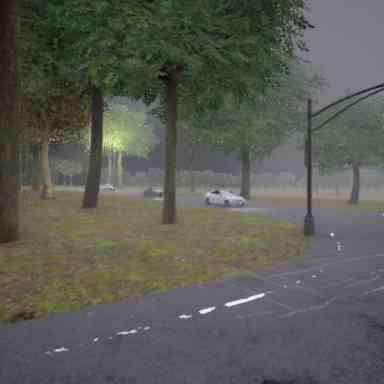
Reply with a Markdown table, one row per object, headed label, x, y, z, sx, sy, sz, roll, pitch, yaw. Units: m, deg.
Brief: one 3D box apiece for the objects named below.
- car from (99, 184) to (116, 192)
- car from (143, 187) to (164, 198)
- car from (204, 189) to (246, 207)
| label | x | y | z | sx | sy | sz | roll | pitch | yaw |
| --- | --- | --- | --- | --- | --- | --- | --- | --- | --- |
| car | -14.952 | -0.745 | 58.543 | 1.812 | 1.442 | 4.674 | 0 | 2 | -32 |
| car | -4.555 | 0.008 | 41.808 | 1.994 | 1.385 | 4.181 | 0 | 2 | -32 |
| car | 2.875 | 0.512 | 29.956 | 1.812 | 1.442 | 4.674 | 0 | 3 | -32 |
